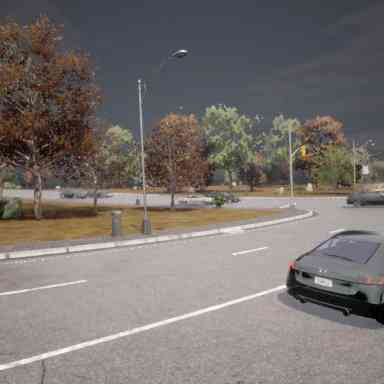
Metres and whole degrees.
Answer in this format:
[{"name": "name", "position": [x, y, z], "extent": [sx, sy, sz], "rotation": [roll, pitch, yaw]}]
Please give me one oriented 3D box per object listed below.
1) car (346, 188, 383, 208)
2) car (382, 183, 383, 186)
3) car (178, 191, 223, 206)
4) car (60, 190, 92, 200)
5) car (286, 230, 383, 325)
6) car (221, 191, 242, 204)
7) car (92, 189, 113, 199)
[{"name": "car", "position": [16.073, 0.655, 29.175], "extent": [4.674, 1.442, 1.812], "rotation": [-1, 2, 33]}, {"name": "car", "position": [29.725, -0.834, 49.633], "extent": [2.150, 2.045, 5.566], "rotation": [-1, 2, 31]}, {"name": "car", "position": [0.817, 0.943, 39.041], "extent": [4.718, 1.301, 1.895], "rotation": [0, 3, 33]}, {"name": "car", "position": [-18.286, 0.407, 51.383], "extent": [4.892, 1.490, 1.837], "rotation": [1, 4, 33]}, {"name": "car", "position": [3.890, 1.516, 7.068], "extent": [4.181, 1.385, 1.994], "rotation": [-1, 0, -38]}, {"name": "car", "position": [3.779, 0.681, 41.285], "extent": [4.892, 1.490, 1.837], "rotation": [0, 3, 33]}, {"name": "car", "position": [-14.734, 0.286, 53.241], "extent": [4.902, 1.511, 2.128], "rotation": [2, 4, 33]}]
